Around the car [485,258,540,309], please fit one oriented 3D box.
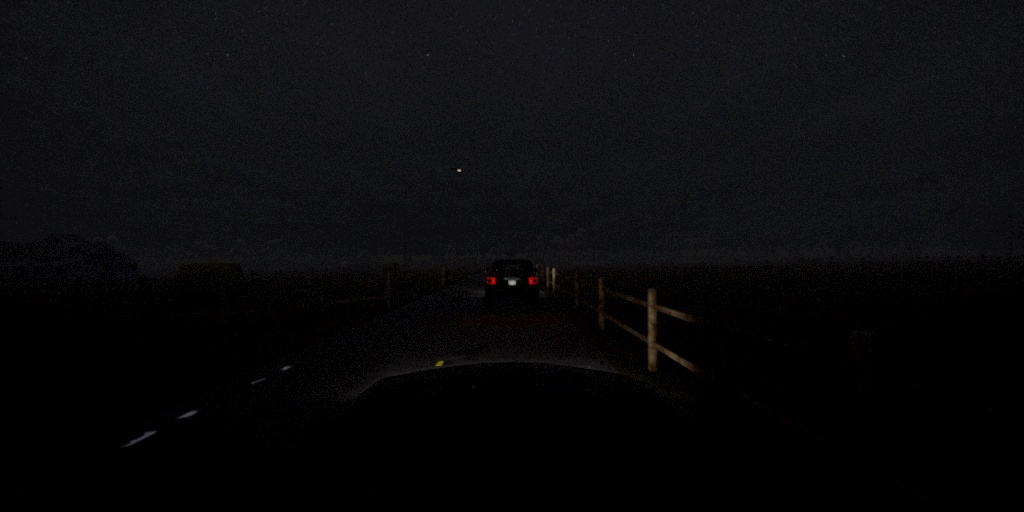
[{"bbox_3d":[0.010,1.103,15.881,2.150,2.045,5.566,0,0,0],"label":"car"}]
